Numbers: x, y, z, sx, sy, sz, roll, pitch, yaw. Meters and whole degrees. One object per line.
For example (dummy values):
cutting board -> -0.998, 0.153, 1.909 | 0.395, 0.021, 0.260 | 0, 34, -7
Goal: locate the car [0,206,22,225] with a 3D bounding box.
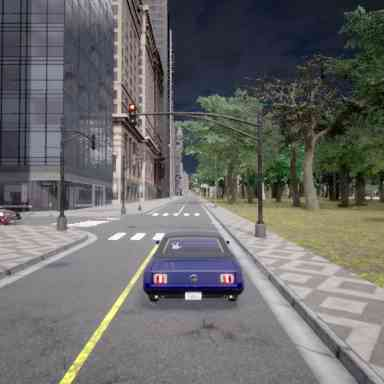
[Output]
car -> -13.497, 1.373, 21.296 | 4.097, 1.590, 1.967 | 0, -2, -1

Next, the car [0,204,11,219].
car -> -18.943, 1.727, 29.819 | 4.313, 1.339, 1.947 | 0, -1, 0

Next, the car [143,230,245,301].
car -> 0.020, 1.607, 8.278 | 1.895, 1.301, 4.718 | 0, 0, 0
